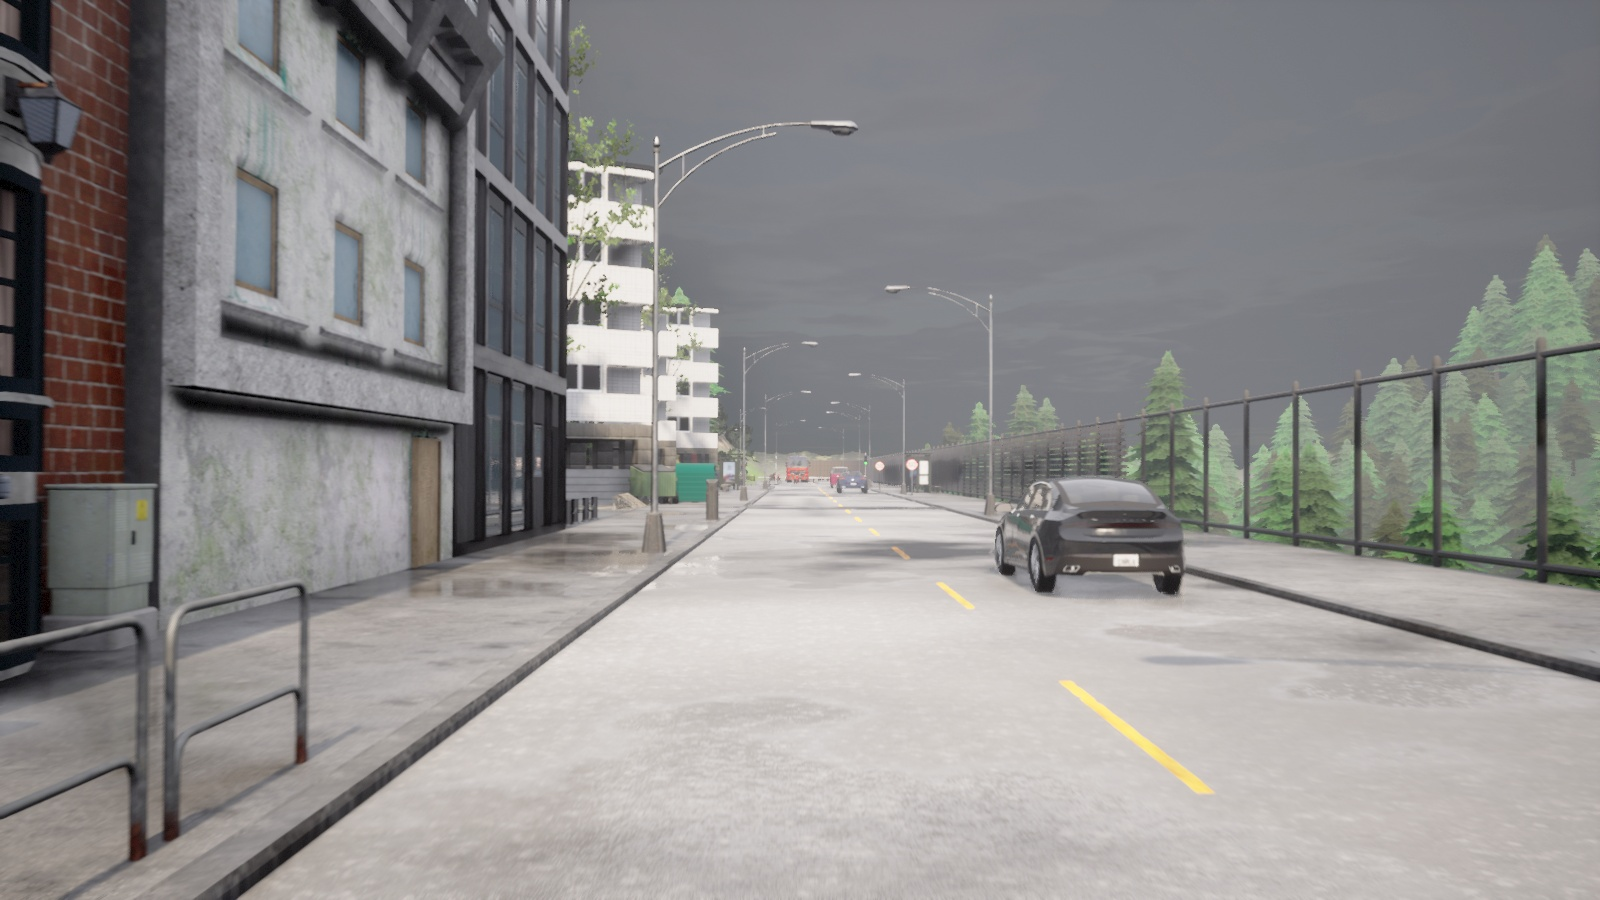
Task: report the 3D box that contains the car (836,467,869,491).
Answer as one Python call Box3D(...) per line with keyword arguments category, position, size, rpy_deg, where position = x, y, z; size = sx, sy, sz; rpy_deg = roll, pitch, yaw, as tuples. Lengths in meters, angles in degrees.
Box3D(category="car", position=(3.763, 2.108, 91.382), size=(2.152, 1.651, 5.027), rpy_deg=(0, -1, 0))

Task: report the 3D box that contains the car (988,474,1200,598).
Box3D(category="car", position=(3.953, 1.101, 17.785), size=(1.837, 1.490, 4.892), rpy_deg=(0, -1, 0))
